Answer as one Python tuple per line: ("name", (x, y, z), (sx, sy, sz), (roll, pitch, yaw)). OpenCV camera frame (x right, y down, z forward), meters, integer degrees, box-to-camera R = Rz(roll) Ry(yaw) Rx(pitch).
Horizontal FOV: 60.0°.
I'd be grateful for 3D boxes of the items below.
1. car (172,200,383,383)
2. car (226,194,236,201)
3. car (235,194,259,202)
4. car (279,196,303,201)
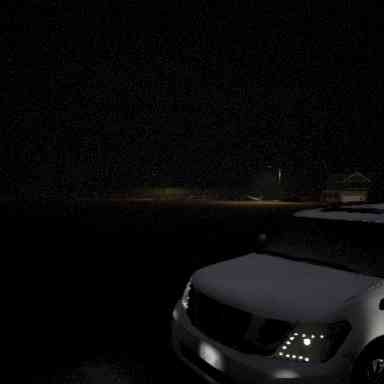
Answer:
("car", (2.425, 1.223, 4.799), (5.566, 2.045, 2.150), (0, 0, -35))
("car", (9.910, 1.329, 77.502), (1.837, 1.490, 4.892), (2, -1, -36))
("car", (11.942, 1.491, 69.962), (1.895, 1.301, 4.718), (2, -1, -36))
("car", (19.157, 1.465, 64.647), (1.882, 1.535, 5.008), (2, -1, -36))
